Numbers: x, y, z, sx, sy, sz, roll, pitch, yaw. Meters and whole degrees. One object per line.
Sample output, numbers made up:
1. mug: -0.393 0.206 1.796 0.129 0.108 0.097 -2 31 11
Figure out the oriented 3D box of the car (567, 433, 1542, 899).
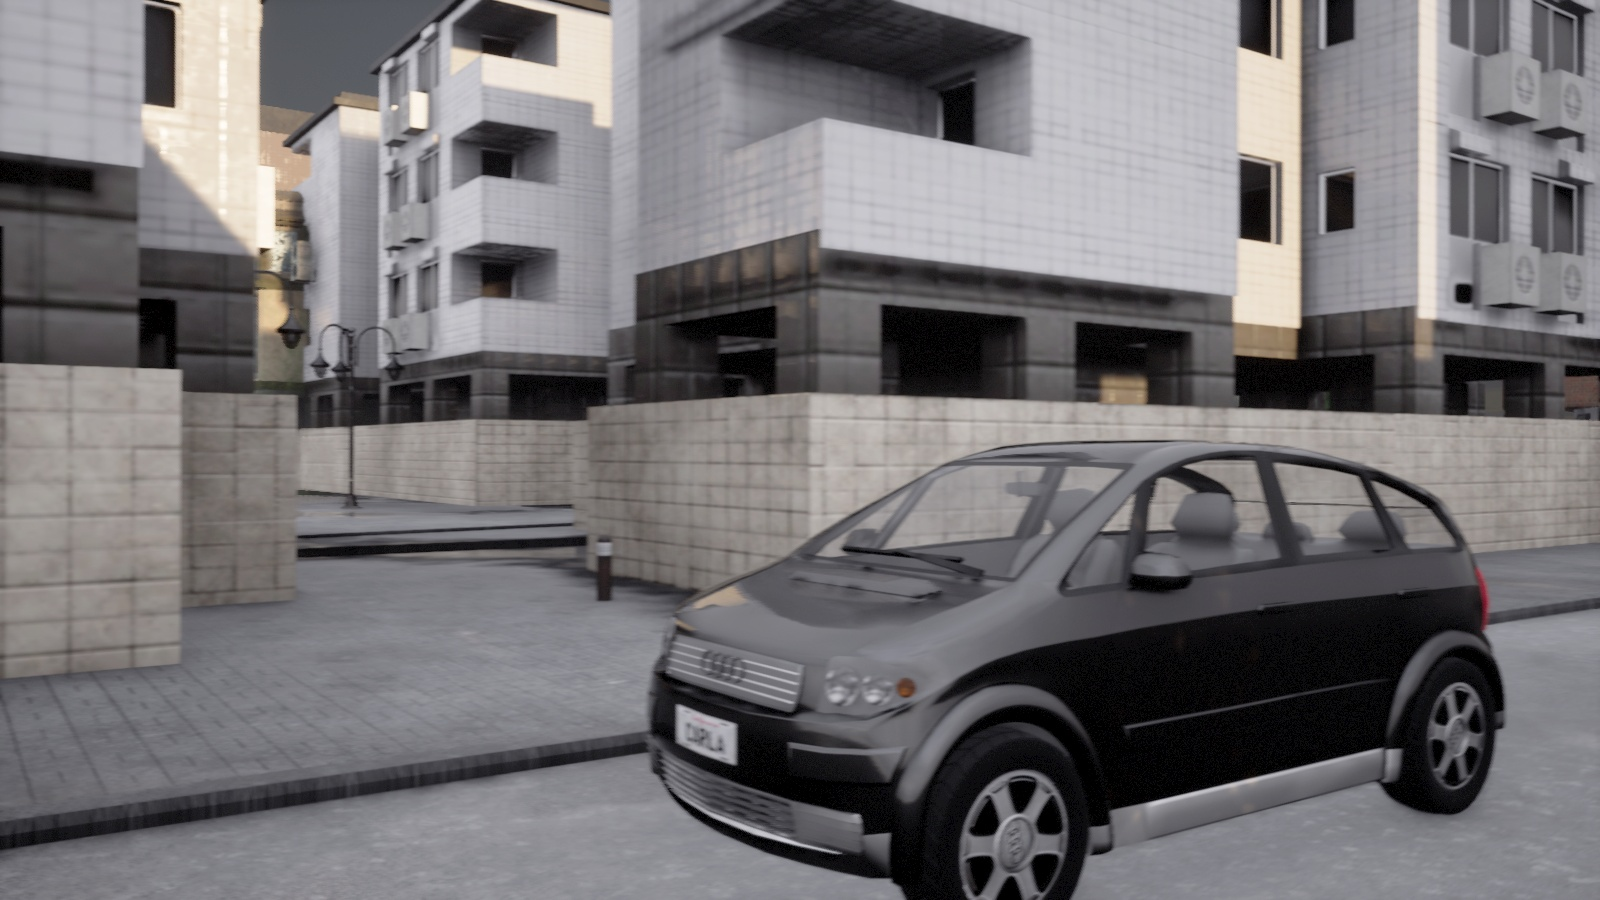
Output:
1. car: 1.151 0.733 5.069 3.705 1.549 1.789 0 0 -35
